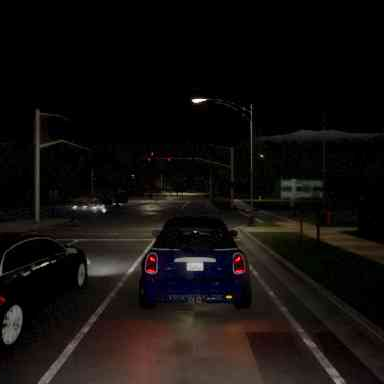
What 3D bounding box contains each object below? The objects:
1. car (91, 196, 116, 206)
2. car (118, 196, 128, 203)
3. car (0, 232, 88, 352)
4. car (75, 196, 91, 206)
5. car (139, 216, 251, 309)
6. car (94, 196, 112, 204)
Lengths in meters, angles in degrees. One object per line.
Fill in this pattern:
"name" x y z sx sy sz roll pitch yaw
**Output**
"car" -14.473 1.597 54.472 1.895 1.301 4.718 0 0 1
"car" -14.244 1.543 66.907 2.033 1.411 5.357 0 0 1
"car" -3.440 1.504 6.145 1.837 1.490 4.892 0 0 0
"car" -17.941 1.474 55.685 1.882 1.535 5.008 0 0 1
"car" 0.070 1.351 8.049 2.097 1.767 4.553 0 0 0
"car" -17.749 1.488 66.342 2.128 1.511 4.902 0 0 1
